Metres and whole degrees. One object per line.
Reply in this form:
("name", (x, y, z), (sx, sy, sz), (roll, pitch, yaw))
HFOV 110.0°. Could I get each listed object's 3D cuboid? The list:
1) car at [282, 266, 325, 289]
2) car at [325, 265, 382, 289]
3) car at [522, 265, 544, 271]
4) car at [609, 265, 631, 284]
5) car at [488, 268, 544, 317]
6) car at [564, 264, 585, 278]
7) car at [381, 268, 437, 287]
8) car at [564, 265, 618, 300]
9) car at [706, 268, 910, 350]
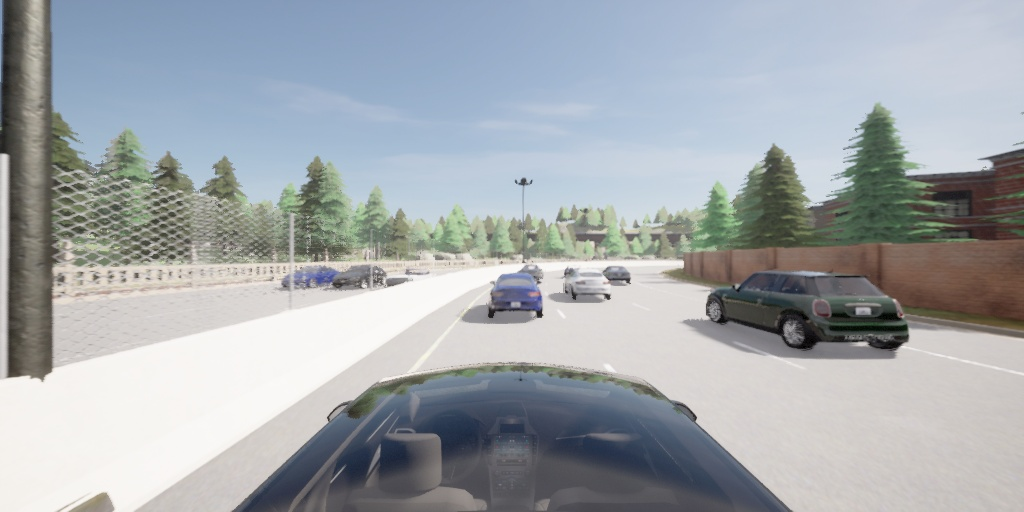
("car", (-13.517, 1.397, 24.615), (1.812, 1.442, 4.674), (0, -1, 5))
("car", (-10.047, 1.377, 24.128), (1.837, 1.490, 4.892), (0, -1, 5))
("car", (1.760, 1.465, 31.895), (2.033, 1.411, 5.357), (0, 0, 11))
("car", (8.321, 1.451, 28.835), (2.033, 1.411, 5.357), (0, 0, 9))
("car", (0.134, 1.340, 13.318), (1.812, 1.442, 4.674), (0, 0, 0))
("car", (6.613, 1.552, 37.558), (1.895, 1.301, 4.718), (0, 0, 14))
("car", (-6.563, 1.471, 23.817), (1.895, 1.301, 4.718), (0, 0, 5))
("car", (3.797, 1.370, 18.434), (1.812, 1.442, 4.674), (0, 0, 2))
("car", (7.109, 1.147, 9.375), (2.097, 1.767, 4.553), (0, 0, 0))
